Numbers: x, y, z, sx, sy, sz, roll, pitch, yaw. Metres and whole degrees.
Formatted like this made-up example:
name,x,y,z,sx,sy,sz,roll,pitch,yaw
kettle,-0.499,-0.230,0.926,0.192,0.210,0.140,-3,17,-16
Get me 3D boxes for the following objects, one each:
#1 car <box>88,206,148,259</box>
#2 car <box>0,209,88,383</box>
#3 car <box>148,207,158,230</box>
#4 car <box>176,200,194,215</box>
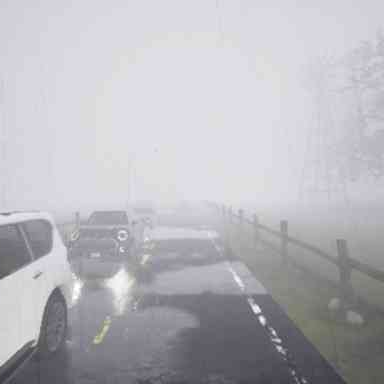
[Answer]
name,x,y,z,sx,sy,sz,roll,pitch,yaw
car,-3.147,1.449,12.928,2.097,1.767,4.553,0,0,-1
car,-2.893,1.262,3.042,2.150,2.045,5.566,0,0,-1
car,-3.392,1.706,22.867,2.033,1.411,5.357,0,0,-1
car,-0.815,1.827,36.905,1.895,1.301,4.718,0,0,-2
